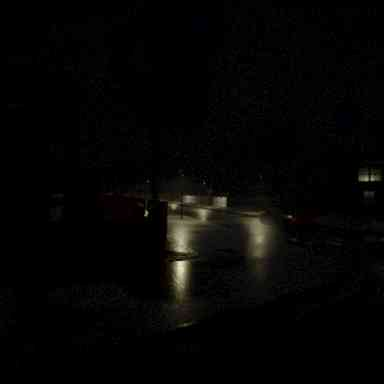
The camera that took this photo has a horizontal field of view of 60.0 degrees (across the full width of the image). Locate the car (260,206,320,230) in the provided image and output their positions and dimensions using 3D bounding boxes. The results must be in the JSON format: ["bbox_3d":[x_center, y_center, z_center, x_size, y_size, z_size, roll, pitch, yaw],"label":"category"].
[{"bbox_3d":[6.009,1.586,21.095,2.033,1.411,5.357,1,0,-8],"label":"car"}]
